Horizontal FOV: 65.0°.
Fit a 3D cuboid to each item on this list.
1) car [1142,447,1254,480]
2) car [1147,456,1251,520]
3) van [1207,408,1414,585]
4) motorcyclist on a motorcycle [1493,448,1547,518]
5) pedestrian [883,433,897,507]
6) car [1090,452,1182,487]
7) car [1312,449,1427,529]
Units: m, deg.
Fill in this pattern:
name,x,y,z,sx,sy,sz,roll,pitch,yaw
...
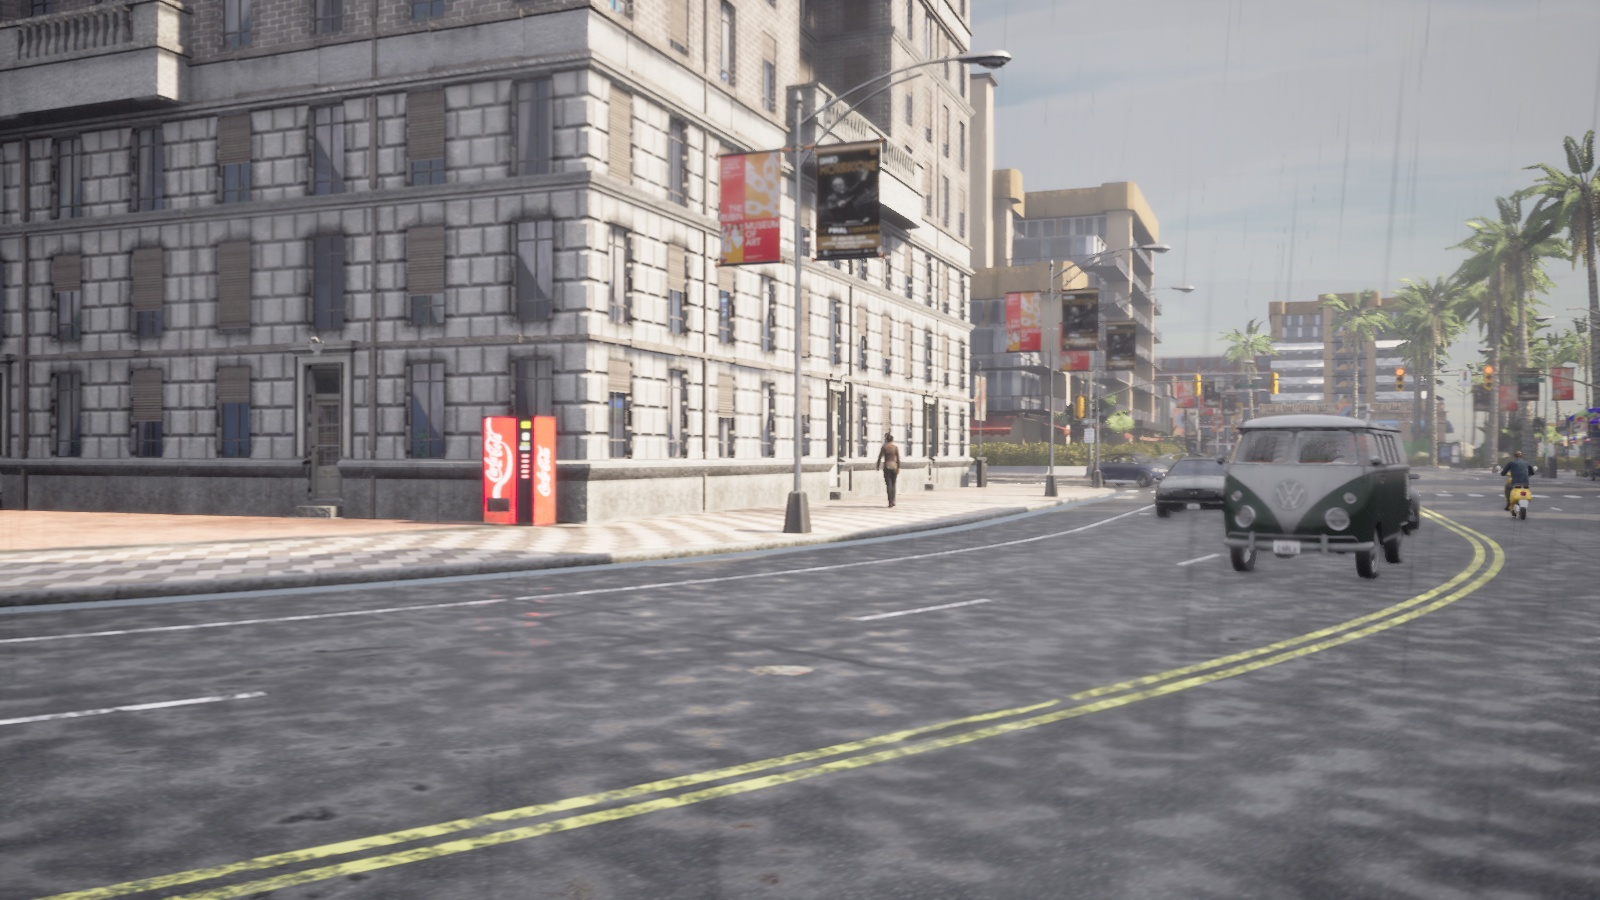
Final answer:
name,x,y,z,sx,sy,sz,roll,pitch,yaw
car,20.096,0.666,63.549,5.027,1.651,2.152,0,0,2
car,9.894,0.861,30.858,2.033,1.411,5.357,0,0,22
van,6.815,0.531,16.481,1.775,1.987,4.442,0,0,32
motorcyclist on a motorcycle,16.917,0.746,29.552,0.866,1.590,1.817,0,0,22
pedestrian,2.234,0.491,31.192,0.328,1.805,0.869,0,0,4
car,15.159,0.858,56.783,1.789,1.549,3.705,0,0,-36
car,11.810,0.742,26.286,2.007,1.525,4.514,0,0,22
